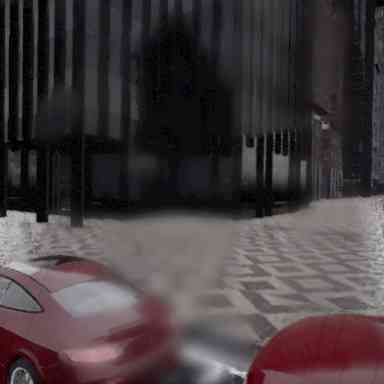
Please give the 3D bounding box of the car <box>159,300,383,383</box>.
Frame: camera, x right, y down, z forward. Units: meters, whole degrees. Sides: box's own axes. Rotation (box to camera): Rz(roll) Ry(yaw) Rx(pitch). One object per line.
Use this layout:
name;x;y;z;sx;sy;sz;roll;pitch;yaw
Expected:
car;2.509;1.338;1.160;5.009;1.841;2.192;1;1;36

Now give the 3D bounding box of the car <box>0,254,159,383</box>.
car;-2.038;1.520;4.438;4.206;1.307;1.802;1;1;36
